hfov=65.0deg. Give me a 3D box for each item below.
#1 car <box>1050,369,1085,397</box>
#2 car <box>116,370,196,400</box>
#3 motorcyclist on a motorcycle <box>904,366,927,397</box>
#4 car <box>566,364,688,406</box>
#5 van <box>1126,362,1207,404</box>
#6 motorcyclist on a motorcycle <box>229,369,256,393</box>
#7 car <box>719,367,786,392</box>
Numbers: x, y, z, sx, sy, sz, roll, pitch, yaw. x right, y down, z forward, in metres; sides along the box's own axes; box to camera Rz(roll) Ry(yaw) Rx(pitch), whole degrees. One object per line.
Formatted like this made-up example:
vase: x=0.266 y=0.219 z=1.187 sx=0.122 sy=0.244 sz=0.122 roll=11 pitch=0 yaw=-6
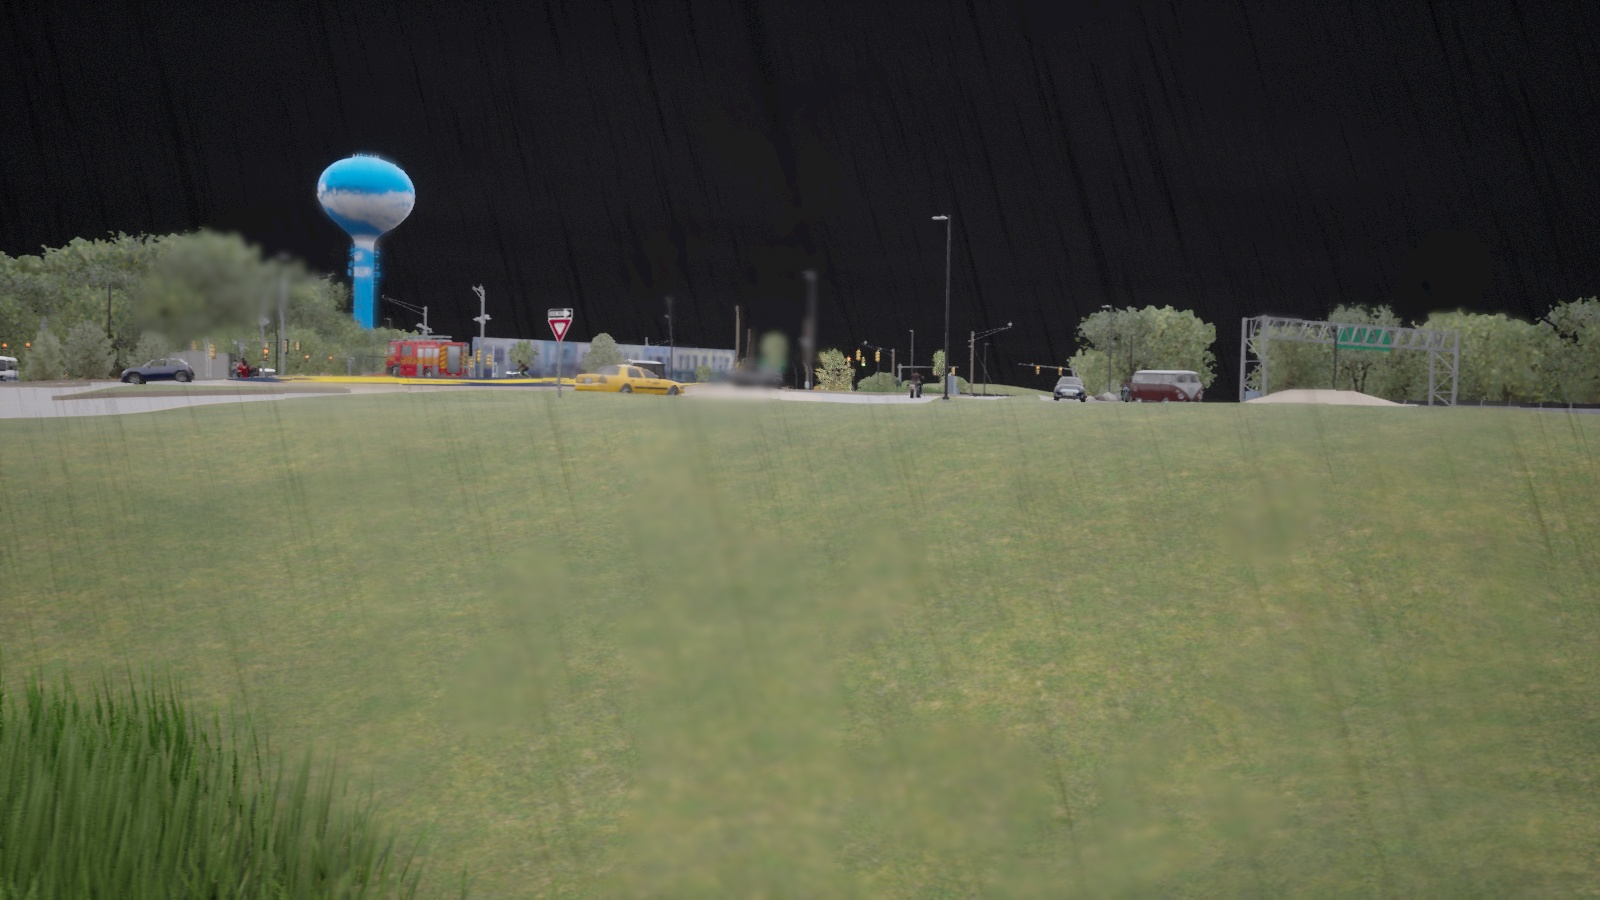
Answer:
car: x=17.115 y=-4.287 z=80.235 sx=2.033 sy=1.649 sz=4.856 roll=2 pitch=4 yaw=12
car: x=-38.086 y=-3.857 z=74.376 sx=3.806 sy=1.475 sz=1.970 roll=-5 pitch=5 yaw=-18
motorcyclist on a motorcycle: x=6.283 y=-3.741 z=68.351 sx=0.766 sy=1.649 sz=2.350 roll=1 pitch=4 yaw=17
car: x=-6.969 y=-2.612 z=51.076 sx=1.801 sy=1.575 sz=5.366 roll=2 pitch=3 yaw=34
van: x=18.210 y=-3.377 z=62.559 sx=1.775 sy=1.987 sz=4.442 roll=-1 pitch=4 yaw=-15
motorcyclist on a motorcycle: x=-36.864 y=-4.585 z=83.090 sx=0.797 sy=1.523 sz=2.044 roll=0 pitch=4 yaw=2
car: x=-3.087 y=-4.572 z=81.275 sx=4.193 sy=1.474 sz=1.816 roll=4 pitch=3 yaw=41
